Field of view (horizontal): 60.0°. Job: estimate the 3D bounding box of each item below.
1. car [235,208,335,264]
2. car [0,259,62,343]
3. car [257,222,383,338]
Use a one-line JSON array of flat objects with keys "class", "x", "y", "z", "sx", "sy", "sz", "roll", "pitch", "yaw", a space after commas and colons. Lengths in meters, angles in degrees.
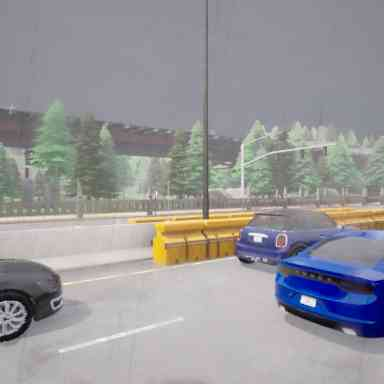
[{"class": "car", "x": 3.583, "y": 1.352, "z": 10.610, "sx": 4.553, "sy": 1.767, "sz": 2.097, "roll": 0, "pitch": 0, "yaw": -36}, {"class": "car", "x": -4.493, "y": 1.506, "z": 4.840, "sx": 4.892, "sy": 1.490, "sz": 1.837, "roll": 0, "pitch": 0, "yaw": -36}, {"class": "car", "x": 3.752, "y": 1.478, "z": 6.429, "sx": 5.008, "sy": 1.535, "sz": 1.882, "roll": 0, "pitch": 0, "yaw": -36}]
